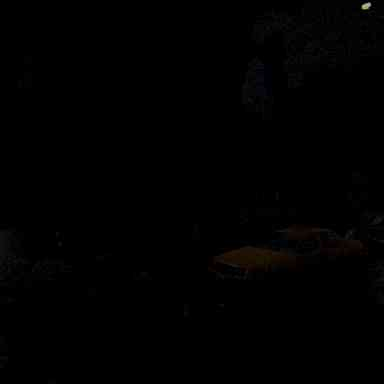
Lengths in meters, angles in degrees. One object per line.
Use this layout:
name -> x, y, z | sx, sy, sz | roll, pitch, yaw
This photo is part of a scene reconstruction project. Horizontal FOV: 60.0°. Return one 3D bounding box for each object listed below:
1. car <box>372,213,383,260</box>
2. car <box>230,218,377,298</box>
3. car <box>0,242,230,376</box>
car -> 7.148, 1.441, 11.777 | 4.097, 1.590, 1.967 | 0, 0, -36
car -> 2.589, 1.525, 8.512 | 4.829, 1.417, 1.752 | 0, 0, -36
car -> -1.693, 1.566, 5.444 | 4.313, 1.339, 1.947 | 0, 0, -36
